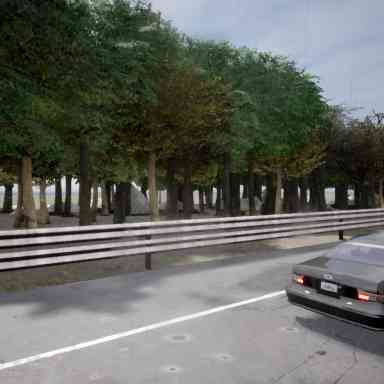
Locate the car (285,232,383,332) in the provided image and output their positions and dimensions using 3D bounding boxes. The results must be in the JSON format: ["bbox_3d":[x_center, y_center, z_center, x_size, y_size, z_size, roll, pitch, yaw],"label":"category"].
[{"bbox_3d":[4.209,1.547,6.727,5.357,1.411,2.033,0,0,-36],"label":"car"}]
